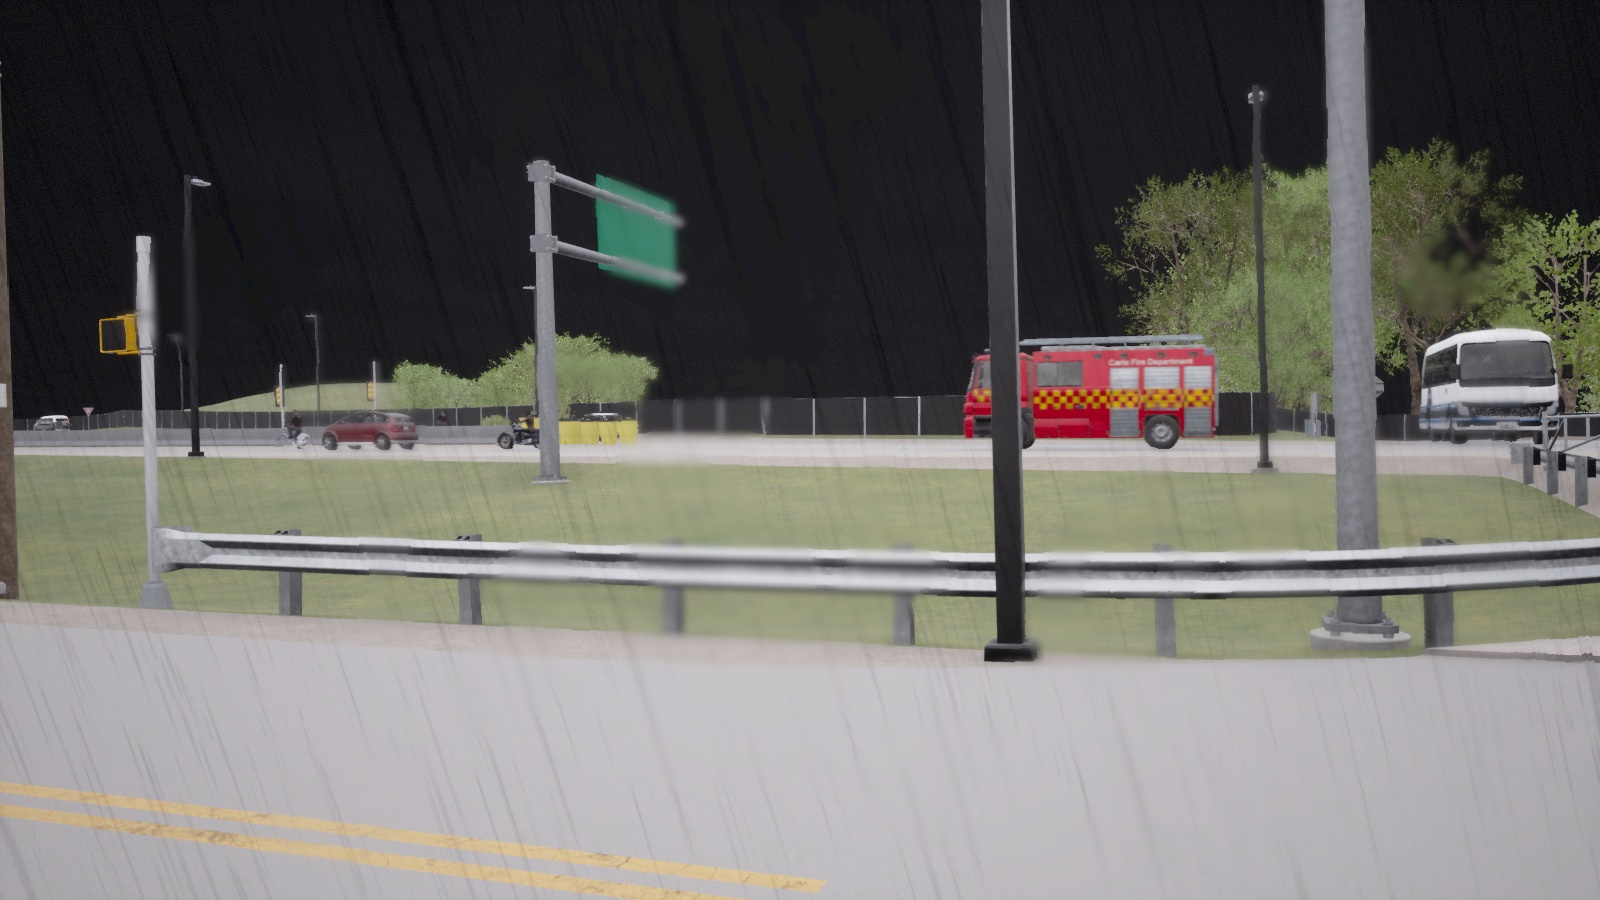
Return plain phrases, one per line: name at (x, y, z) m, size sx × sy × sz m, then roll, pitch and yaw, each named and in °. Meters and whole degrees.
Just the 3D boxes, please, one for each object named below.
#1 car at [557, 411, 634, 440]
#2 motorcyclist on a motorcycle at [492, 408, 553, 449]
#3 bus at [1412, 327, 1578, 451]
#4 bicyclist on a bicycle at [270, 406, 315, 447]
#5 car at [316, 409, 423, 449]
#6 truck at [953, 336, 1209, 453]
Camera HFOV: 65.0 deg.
car at (-10.673, -1.284, 65.483) m, size 3.806 × 1.475 × 1.970 m, roll 2°, pitch 2°, yaw 42°
motorcyclist on a motorcycle at (-11.337, -0.881, 51.282) m, size 2.350 × 1.649 × 0.766 m, roll 0°, pitch 1°, yaw 19°
bus at (26.406, -2.162, 48.390) m, size 3.944 × 4.253 × 10.273 m, roll 0°, pitch 1°, yaw 19°
bicyclist on a bicycle at (-22.291, -1.030, 55.135) m, size 1.843 × 1.776 × 0.659 m, roll 1°, pitch 1°, yaw 19°
car at (-16.980, -0.831, 49.558) m, size 3.705 × 1.549 × 1.789 m, roll 0°, pitch 1°, yaw 19°
truck at (9.800, -1.860, 43.811) m, size 8.468 × 3.827 × 2.891 m, roll 0°, pitch 1°, yaw 18°
